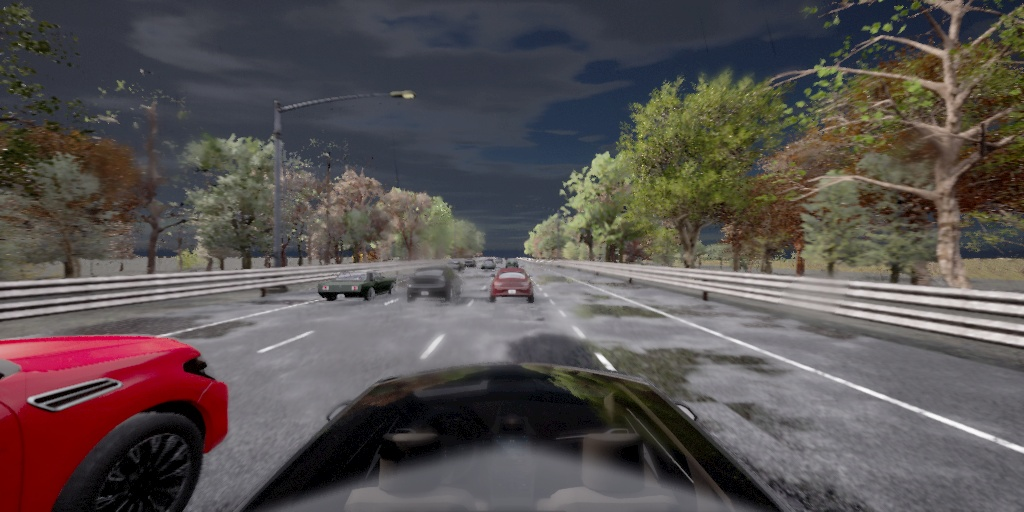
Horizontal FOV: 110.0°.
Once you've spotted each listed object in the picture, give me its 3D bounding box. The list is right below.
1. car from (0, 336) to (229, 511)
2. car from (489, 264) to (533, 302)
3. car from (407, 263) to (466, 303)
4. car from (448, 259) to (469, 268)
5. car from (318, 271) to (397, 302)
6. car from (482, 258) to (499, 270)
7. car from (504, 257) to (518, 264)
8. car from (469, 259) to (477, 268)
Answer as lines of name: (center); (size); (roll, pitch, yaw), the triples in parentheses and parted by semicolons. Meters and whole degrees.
car: (-3.499, 0.972, 0.664); (2.150, 2.045, 5.566); (0, 0, 0)
car: (0.003, 1.275, 16.746); (1.812, 1.442, 4.674); (0, 0, 0)
car: (-3.498, 1.256, 16.804); (1.837, 1.490, 4.892); (0, 0, 0)
car: (-6.995, 1.244, 44.538); (2.128, 1.511, 4.902); (0, 0, 0)
car: (-6.998, 1.351, 16.884); (1.895, 1.301, 4.718); (0, 0, 0)
car: (-3.493, 1.320, 54.497); (1.994, 1.385, 4.181); (0, 0, 0)
car: (0.007, 1.110, 60.406); (2.097, 1.767, 4.553); (0, 0, 0)
car: (-6.993, 1.266, 60.538); (1.837, 1.490, 4.892); (0, 0, 0)
